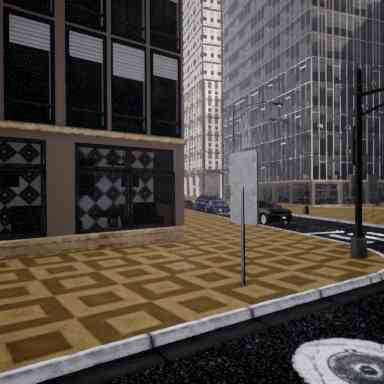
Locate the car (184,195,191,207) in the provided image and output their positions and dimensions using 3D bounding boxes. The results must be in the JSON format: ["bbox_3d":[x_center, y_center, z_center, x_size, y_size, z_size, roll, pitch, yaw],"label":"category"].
[{"bbox_3d":[-1.318,1.093,41.344,1.994,1.385,4.181,-1,1,-18],"label":"car"}]

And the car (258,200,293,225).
[{"bbox_3d":[4.884,1.277,22.851,1.882,1.535,5.008,-1,1,-19],"label":"car"}]

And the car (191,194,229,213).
[{"bbox_3d":[1.835,1.019,31.924,2.097,1.767,4.553,-1,1,-19],"label":"car"}]
